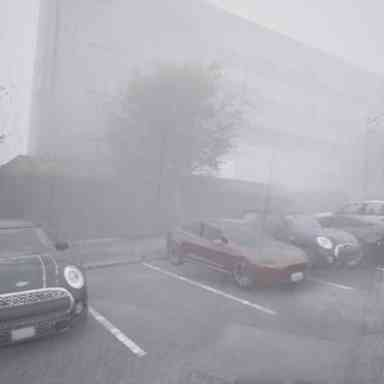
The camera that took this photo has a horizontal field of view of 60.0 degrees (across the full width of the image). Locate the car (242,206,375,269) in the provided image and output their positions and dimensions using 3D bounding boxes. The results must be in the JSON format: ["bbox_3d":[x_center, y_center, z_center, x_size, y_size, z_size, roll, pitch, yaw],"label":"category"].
[{"bbox_3d":[3.300,1.431,11.361,2.185,1.767,4.553,1,0,-36],"label":"car"}]

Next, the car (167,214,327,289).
[{"bbox_3d":[1.059,1.563,9.686,2.163,1.488,4.792,1,0,-35],"label":"car"}]

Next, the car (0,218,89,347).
[{"bbox_3d":[-3.624,1.360,6.420,2.185,1.767,4.553,1,0,-36],"label":"car"}]

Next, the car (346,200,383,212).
[{"bbox_3d":[7.850,1.352,14.602,2.435,2.045,5.566,1,0,-35],"label":"car"}]

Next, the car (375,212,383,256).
[{"bbox_3d":[5.574,1.609,12.981,2.163,1.488,4.792,1,0,-36],"label":"car"}]
